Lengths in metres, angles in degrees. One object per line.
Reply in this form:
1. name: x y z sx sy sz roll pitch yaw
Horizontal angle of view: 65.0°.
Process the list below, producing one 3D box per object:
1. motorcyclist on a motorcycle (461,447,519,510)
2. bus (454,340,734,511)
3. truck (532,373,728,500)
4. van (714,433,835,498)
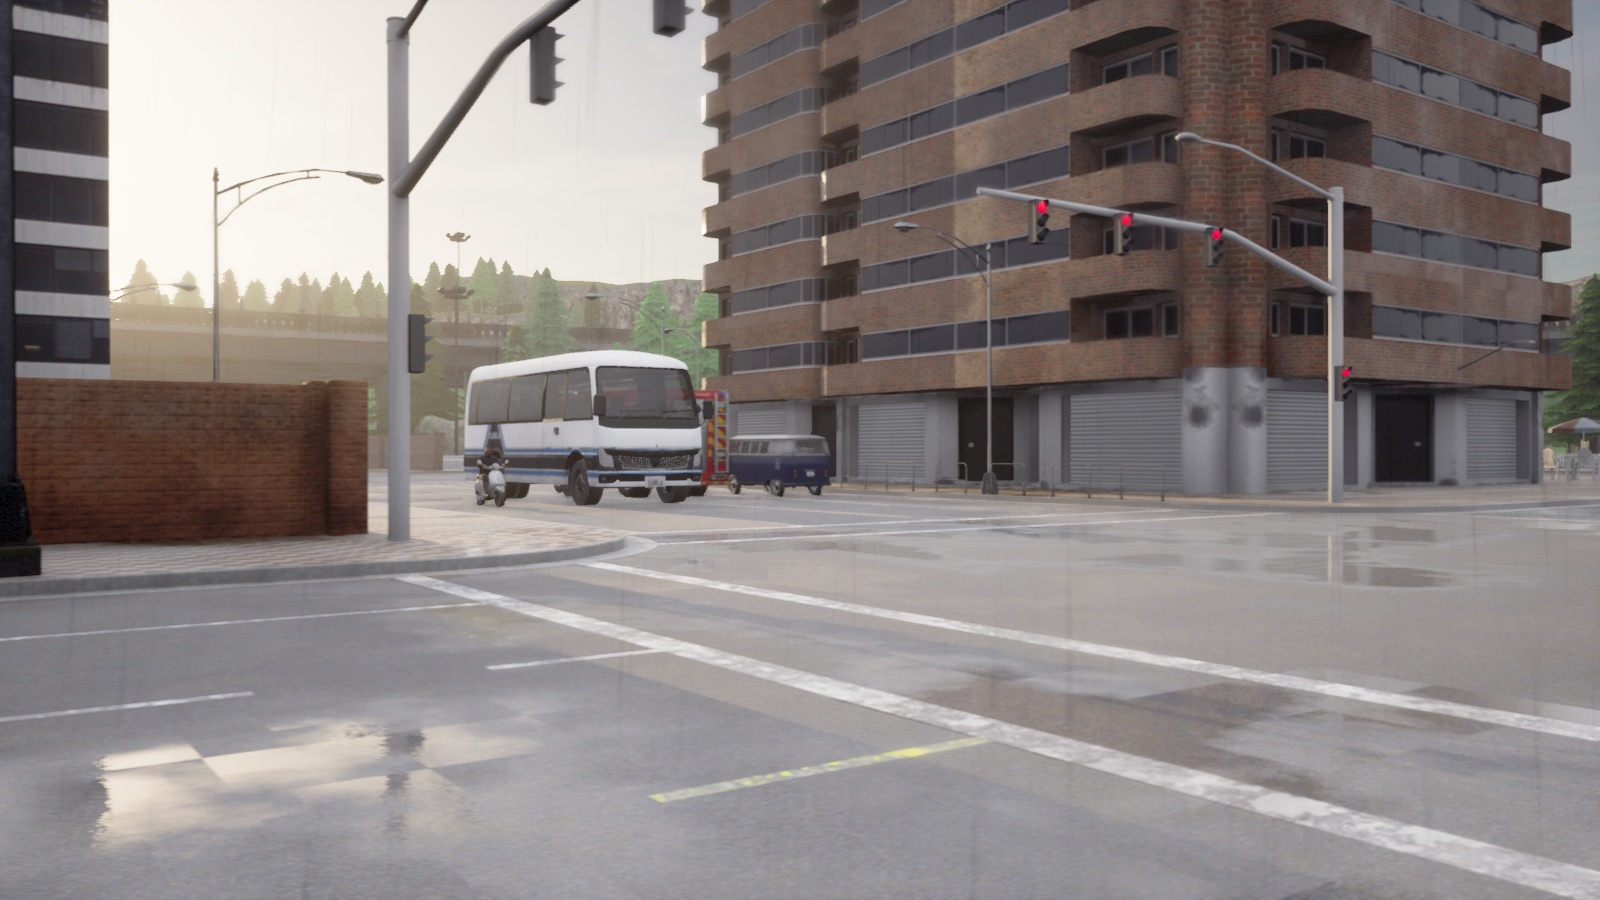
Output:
1. motorcyclist on a motorcycle: -8.179 0.735 33.106 0.866 1.590 1.817 0 0 -35
2. bus: -6.341 -0.608 36.563 3.944 4.253 10.273 0 0 -35
3. truck: -5.903 -0.402 42.022 2.891 3.827 8.468 0 0 -35
4. van: -0.893 0.484 40.994 1.775 1.987 4.442 0 0 -35
